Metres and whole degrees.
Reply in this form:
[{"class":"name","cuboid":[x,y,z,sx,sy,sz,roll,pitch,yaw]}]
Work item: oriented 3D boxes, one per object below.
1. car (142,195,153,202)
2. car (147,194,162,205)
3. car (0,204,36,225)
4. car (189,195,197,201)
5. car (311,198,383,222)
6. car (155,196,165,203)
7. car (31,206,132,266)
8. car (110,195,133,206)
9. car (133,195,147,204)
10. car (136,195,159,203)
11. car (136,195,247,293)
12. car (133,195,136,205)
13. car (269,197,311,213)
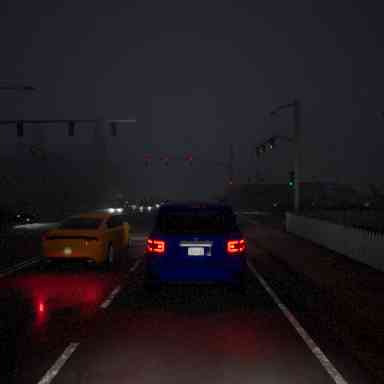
[{"class":"car","cuboid":[-10.309,1.524,76.943,1.812,1.442,4.674,0,0,0]},{"class":"car","cuboid":[-6.911,1.352,61.686,2.097,1.767,4.553,0,0,0]},{"class":"car","cuboid":[-13.852,1.547,23.920,5.357,1.411,2.033,0,0,19]},{"class":"car","cuboid":[0.221,1.540,88.985,2.033,1.411,5.357,0,0,0]},{"class":"car","cuboid":[12.127,1.477,25.384,5.008,1.535,1.882,0,0,-1]},{"class":"car","cuboid":[-6.822,1.524,71.685,1.812,1.442,4.674,0,0,0]},{"class":"car","cuboid":[-3.395,1.478,11.619,1.882,1.535,5.008,0,0,0]},{"class":"car","cuboid":[-10.477,1.492,48.207,2.128,1.511,4.902,0,0,0]},{"class":"car","cuboid":[-10.354,1.478,66.688,1.882,1.535,5.008,0,0,1]},{"class":"car","cuboid":[-6.966,1.547,52.205,2.033,1.411,5.357,0,0,0]},{"class":"car","cuboid":[0.085,1.221,8.996,2.150,2.045,5.566,0,0,0]},{"class":"car","cuboid":[-10.436,1.352,57.419,2.097,1.767,4.553,0,0,0]},{"class":"car","cuboid":[10.736,1.352,36.049,4.553,1.767,2.097,0,0,-1]}]
